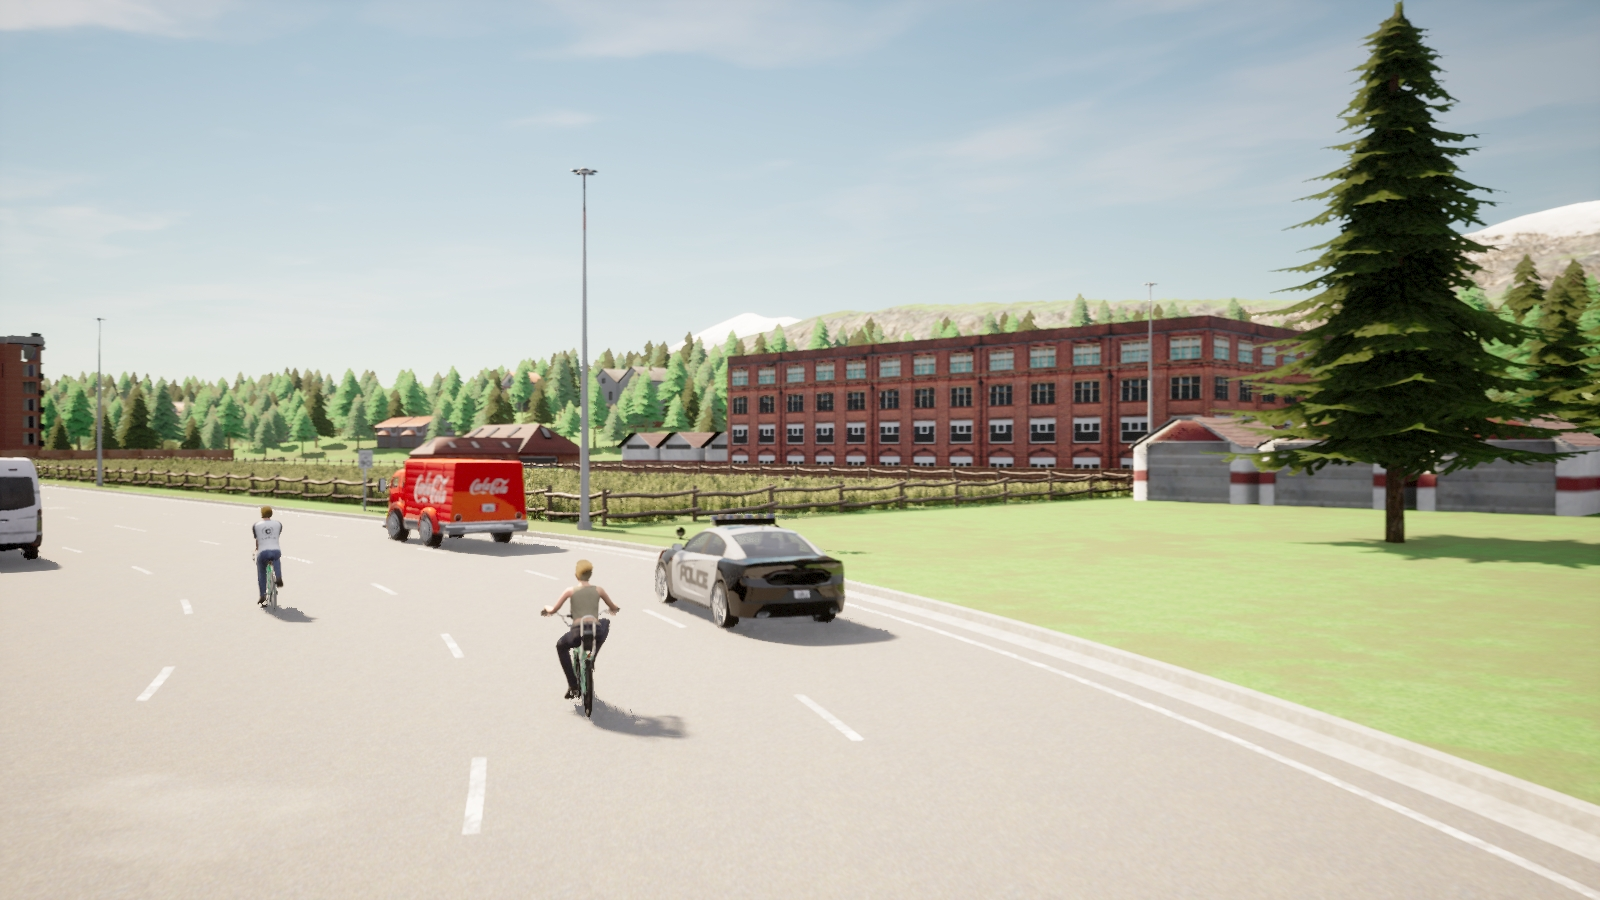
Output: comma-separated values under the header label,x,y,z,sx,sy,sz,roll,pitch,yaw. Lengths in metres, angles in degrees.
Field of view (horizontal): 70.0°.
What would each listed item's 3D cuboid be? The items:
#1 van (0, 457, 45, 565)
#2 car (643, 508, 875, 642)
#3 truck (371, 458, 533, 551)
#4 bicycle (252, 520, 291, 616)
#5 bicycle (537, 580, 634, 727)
label,x,y,z,sx,sy,sz,roll,pitch,yaw
van,-21.308,1.482,29.697,1.988,2.561,5.915,0,0,-42
car,-0.896,1.943,19.234,2.097,1.638,5.238,0,0,-24
truck,-10.373,1.504,33.780,2.627,2.467,5.204,0,0,-42
bicycle,-9.179,2.018,19.824,0.373,1.496,1.643,-4,2,-30
bicycle,-2.333,2.132,12.287,0.859,1.276,1.487,0,0,-17
